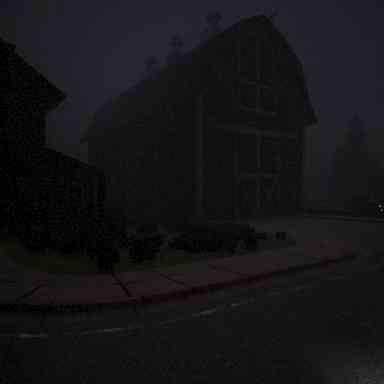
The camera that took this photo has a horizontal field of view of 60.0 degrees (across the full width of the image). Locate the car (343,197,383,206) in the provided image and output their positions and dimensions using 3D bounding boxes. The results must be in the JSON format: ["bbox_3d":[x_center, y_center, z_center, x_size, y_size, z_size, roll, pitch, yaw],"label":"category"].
[{"bbox_3d":[18.318,1.363,35.154,2.097,1.767,4.553,0,0,-34],"label":"car"}]
